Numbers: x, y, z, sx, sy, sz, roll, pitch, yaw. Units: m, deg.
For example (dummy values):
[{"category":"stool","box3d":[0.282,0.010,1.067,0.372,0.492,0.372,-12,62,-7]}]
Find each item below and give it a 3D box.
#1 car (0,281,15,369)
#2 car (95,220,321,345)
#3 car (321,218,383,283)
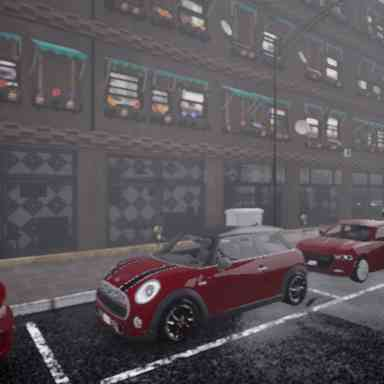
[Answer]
[{"category":"car","box3d":[-4.205,1.558,3.094,4.507,1.381,1.887,-1,1,-35]},{"category":"car","box3d":[0.304,1.414,6.303,4.097,1.590,1.967,-1,1,-35]},{"category":"car","box3d":[4.815,1.481,9.515,4.507,1.381,1.887,0,1,-35]}]
